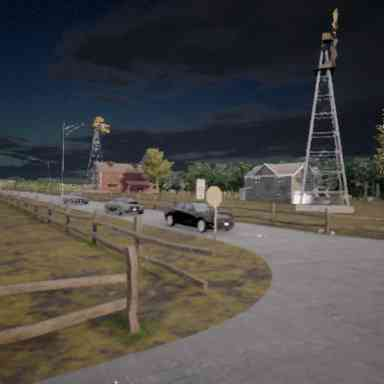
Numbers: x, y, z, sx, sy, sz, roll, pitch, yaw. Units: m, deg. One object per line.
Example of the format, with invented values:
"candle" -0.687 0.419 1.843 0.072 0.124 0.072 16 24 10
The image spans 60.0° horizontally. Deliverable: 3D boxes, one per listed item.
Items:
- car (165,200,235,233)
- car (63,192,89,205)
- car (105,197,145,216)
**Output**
"car" 0.320 1.275 18.639 1.882 1.535 5.008 1 1 -35
"car" -13.083 0.726 37.371 1.994 1.385 4.181 1 1 -36
"car" -5.463 1.104 26.762 1.994 1.385 4.181 1 1 -35
